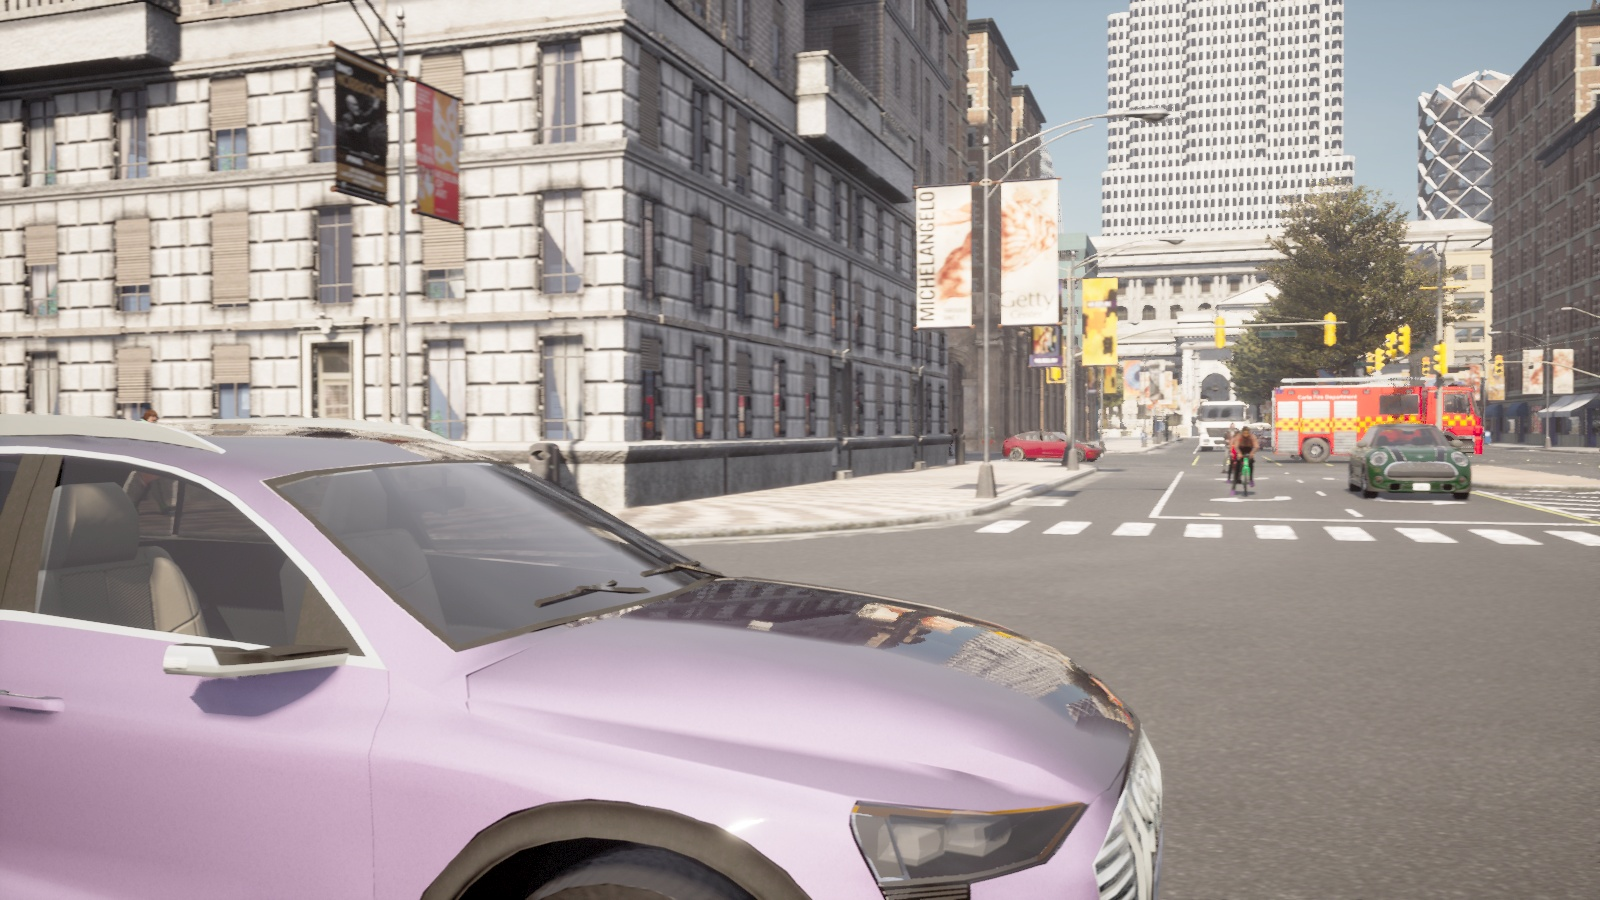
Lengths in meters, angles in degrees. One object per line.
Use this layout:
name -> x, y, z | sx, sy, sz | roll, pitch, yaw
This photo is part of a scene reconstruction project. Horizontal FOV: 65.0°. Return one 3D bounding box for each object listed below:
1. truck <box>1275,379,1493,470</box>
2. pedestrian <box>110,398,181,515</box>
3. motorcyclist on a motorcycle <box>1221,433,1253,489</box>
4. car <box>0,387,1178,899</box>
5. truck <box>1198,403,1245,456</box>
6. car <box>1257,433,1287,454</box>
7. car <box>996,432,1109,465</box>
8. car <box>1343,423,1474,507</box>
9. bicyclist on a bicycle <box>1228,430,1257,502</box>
truck -> 25.753, -1.137, 55.915 | 8.468, 3.827, 2.891 | 1, 1, 18
pedestrian -> -11.082, 0.101, 21.274 | 0.873, 1.952, 0.659 | 1, 1, 23
motorcyclist on a motorcycle -> 12.404, 0.284, 35.680 | 0.797, 1.523, 2.044 | 1, 1, 18
car -> -1.467, 0.692, 3.686 | 4.856, 1.649, 2.033 | 1, 1, 19
truck -> 29.130, -1.434, 86.670 | 2.891, 3.462, 7.936 | 1, 1, 19
car -> 34.203, -0.477, 91.045 | 1.812, 1.442, 4.674 | 1, 1, 18
car -> 11.925, -0.080, 59.368 | 4.792, 1.488, 2.163 | 1, 1, 33
car -> 13.871, 0.274, 28.904 | 2.097, 1.767, 4.553 | 1, 1, 18
bicyclist on a bicycle -> 10.281, 0.351, 29.190 | 0.582, 1.620, 1.656 | 1, 1, 18
